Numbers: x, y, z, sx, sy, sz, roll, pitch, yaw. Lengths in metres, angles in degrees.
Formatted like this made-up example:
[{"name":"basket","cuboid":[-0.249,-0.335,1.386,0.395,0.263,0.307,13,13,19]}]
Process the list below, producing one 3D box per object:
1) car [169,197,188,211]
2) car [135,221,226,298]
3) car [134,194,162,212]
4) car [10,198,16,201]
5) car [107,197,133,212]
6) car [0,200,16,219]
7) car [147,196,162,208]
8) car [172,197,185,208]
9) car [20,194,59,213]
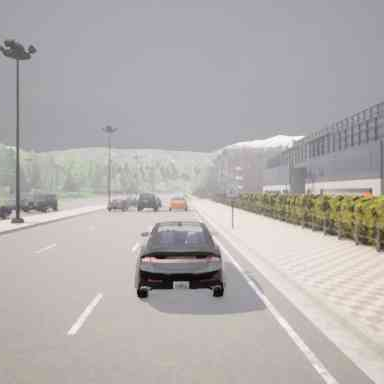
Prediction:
[{"name":"car","cuboid":[-1.618,1.327,39.687,2.097,1.767,4.553,0,0,-2]},{"name":"car","cuboid":[-0.307,1.487,8.496,2.128,1.511,4.902,0,0,-3]},{"name":"car","cuboid":[-5.090,1.197,38.894,2.150,2.045,5.566,0,0,-2]},{"name":"car","cuboid":[-20.121,1.481,38.293,1.837,1.490,4.892,0,0,-2]},{"name":"car","cuboid":[-8.603,1.523,39.147,2.033,1.411,5.357,0,0,-2]},{"name":"car","cuboid":[-16.184,1.584,26.146,1.895,1.301,4.718,0,0,-2]},{"name":"car","cuboid":[-5.498,1.447,49.575,1.882,1.535,5.008,0,0,-2]},{"name":"car","cuboid":[-2.002,1.474,49.736,1.837,1.490,4.892,0,0,-2]},{"name":"car","cuboid":[-16.571,1.199,36.661,2.150,2.045,5.566,0,0,-3]}]
